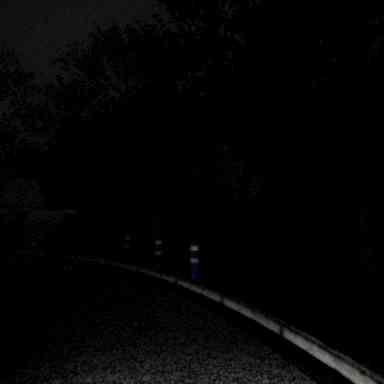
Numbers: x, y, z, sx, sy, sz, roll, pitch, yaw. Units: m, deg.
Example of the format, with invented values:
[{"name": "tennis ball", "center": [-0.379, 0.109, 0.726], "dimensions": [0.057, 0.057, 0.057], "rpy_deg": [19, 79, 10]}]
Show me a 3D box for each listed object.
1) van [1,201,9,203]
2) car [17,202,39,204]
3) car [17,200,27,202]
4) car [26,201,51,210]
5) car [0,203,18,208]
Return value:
[{"name": "van", "center": [-34.388, 2.702, 59.603], "dimensions": [4.442, 1.987, 1.878], "rpy_deg": [-2, 0, 24]}, {"name": "car", "center": [-24.845, 2.679, 49.297], "dimensions": [4.792, 1.488, 2.163], "rpy_deg": [-2, 0, 24]}, {"name": "car", "center": [-33.340, 2.893, 62.208], "dimensions": [4.892, 1.521, 2.231], "rpy_deg": [-2, 0, 24]}, {"name": "car", "center": [-31.060, 2.688, 67.329], "dimensions": [4.553, 1.767, 2.185], "rpy_deg": [-2, 0, 24]}, {"name": "car", "center": [-25.936, 2.717, 46.734], "dimensions": [4.792, 1.488, 2.163], "rpy_deg": [-2, 0, 24]}]
